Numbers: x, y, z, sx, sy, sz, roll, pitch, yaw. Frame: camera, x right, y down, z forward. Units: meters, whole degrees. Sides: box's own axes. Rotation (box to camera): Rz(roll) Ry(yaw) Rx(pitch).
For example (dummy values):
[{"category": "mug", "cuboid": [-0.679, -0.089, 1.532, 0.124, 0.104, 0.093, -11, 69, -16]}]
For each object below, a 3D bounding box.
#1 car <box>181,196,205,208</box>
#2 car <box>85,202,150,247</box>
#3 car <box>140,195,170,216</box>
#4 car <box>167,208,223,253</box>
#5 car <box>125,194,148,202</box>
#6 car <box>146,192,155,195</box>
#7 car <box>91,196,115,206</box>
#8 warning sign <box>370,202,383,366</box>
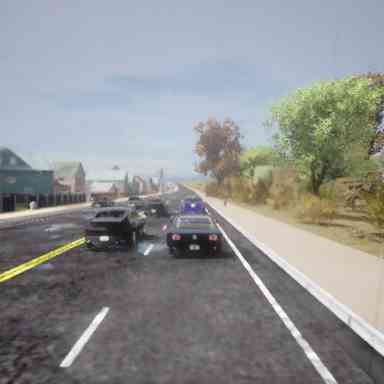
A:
[{"category": "car", "cuboid": [0.098, 1.165, 29.442, 2.097, 1.767, 4.553, 0, 0, 0]}, {"category": "car", "cuboid": [-3.155, 1.415, 14.408, 1.837, 1.490, 4.892, 0, 0, 0]}, {"category": "car", "cuboid": [-3.151, 1.315, 29.858, 1.837, 1.490, 4.892, 0, 0, 0]}, {"category": "car", "cuboid": [0.095, 1.518, 13.144, 1.895, 1.301, 4.718, 0, 0, 0]}, {"category": "car", "cuboid": [-6.586, 1.282, 38.165, 1.812, 1.442, 4.674, 0, 0, 0]}, {"category": "car", "cuboid": [-9.738, 0.689, 78.510, 1.882, 1.535, 5.008, 0, 0, 0]}, {"category": "car", "cuboid": [-9.837, 1.268, 37.148, 1.837, 1.490, 4.892, 0, 0, 0]}, {"category": "warning sign", "cuboid": [2.882, 1.094, 3.555, 1.300, 1.860, 1.060, 2, 2, 0]}]
